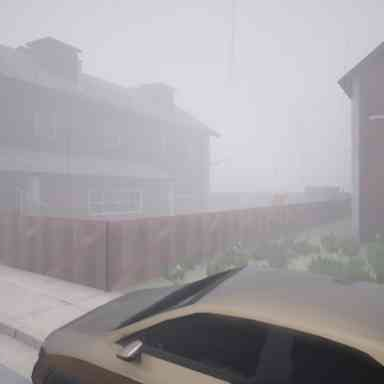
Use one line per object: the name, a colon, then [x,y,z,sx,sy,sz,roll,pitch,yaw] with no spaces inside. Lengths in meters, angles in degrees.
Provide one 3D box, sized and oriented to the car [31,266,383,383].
car: [0.425,1.453,2.917,4.193,1.474,1.816,0,6,33]
